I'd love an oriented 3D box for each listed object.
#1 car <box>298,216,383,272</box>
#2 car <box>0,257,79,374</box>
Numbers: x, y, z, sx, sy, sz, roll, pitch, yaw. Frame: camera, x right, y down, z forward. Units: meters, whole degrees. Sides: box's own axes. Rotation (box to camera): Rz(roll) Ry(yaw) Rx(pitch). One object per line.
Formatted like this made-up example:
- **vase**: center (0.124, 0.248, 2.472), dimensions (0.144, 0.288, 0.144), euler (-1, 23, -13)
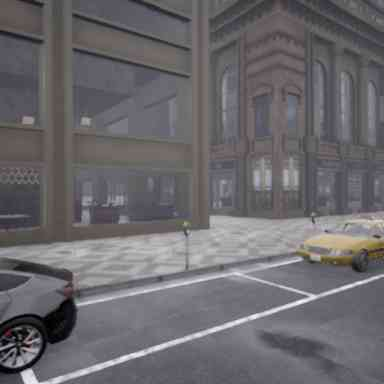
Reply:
- **car**: center (5.347, 1.461, 10.526), dimensions (4.829, 1.417, 1.752), euler (0, 0, -36)
- **car**: center (-3.629, 1.570, 4.050), dimensions (4.313, 1.339, 1.947), euler (0, 0, -36)
